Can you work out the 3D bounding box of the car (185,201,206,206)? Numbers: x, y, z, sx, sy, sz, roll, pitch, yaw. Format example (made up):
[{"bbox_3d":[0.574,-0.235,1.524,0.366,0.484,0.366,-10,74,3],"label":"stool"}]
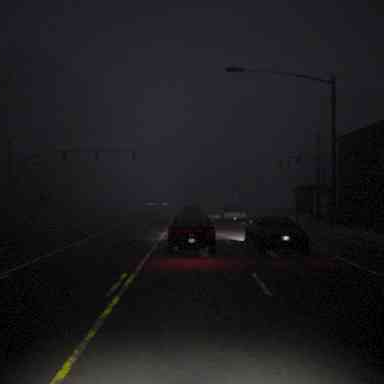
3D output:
[{"bbox_3d":[-0.023,1.820,28.990,2.033,1.411,5.357,0,-1,0],"label":"car"}]

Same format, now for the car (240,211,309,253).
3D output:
[{"bbox_3d":[3.493,1.699,14.336,1.994,1.385,4.181,0,0,0],"label":"car"}]

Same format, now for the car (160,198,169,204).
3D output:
[{"bbox_3d":[-7.071,2.365,86.539,1.994,1.385,4.181,0,-1,0],"label":"car"}]

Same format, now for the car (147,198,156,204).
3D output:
[{"bbox_3d":[-10.571,2.365,86.536,1.994,1.385,4.181,0,-1,0],"label":"car"}]

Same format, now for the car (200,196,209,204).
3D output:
[{"bbox_3d":[3.428,2.339,88.163,1.812,1.442,4.674,0,-1,0],"label":"car"}]

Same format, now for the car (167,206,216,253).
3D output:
[{"bbox_3d":[-0.006,1.615,14.481,1.882,1.535,5.008,0,0,0],"label":"car"}]

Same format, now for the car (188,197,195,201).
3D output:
[{"bbox_3d":[-0.072,2.335,87.744,1.812,1.442,4.674,0,-1,0],"label":"car"}]

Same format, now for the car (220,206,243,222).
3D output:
[{"bbox_3d":[3.485,1.874,29.109,1.895,1.301,4.718,0,0,0],"label":"car"}]
